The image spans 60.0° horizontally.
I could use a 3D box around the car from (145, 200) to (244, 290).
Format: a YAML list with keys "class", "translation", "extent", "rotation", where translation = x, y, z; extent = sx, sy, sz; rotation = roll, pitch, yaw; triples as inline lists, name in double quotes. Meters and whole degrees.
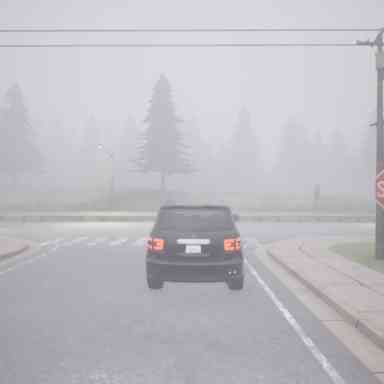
- class: "car"
  translation: [0.150, 1.221, 9.240]
  extent: [2.150, 2.045, 5.566]
  rotation: [0, 0, 3]
